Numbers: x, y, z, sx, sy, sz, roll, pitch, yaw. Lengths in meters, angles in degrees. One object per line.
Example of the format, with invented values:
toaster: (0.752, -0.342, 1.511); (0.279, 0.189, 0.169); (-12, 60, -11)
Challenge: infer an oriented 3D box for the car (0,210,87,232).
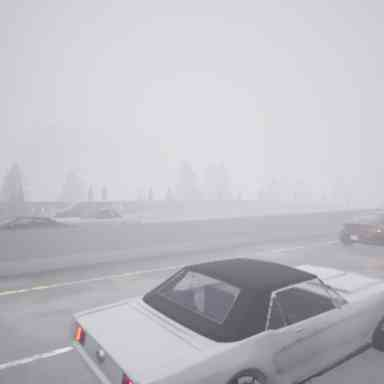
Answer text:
car: (-6.383, 1.562, 12.337); (4.181, 1.385, 1.994); (0, 0, -35)

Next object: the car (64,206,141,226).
car: (-5.210, 1.593, 17.474); (4.718, 1.301, 1.895); (0, 0, -36)

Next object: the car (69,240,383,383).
car: (1.009, 1.596, 4.467); (4.718, 1.301, 1.895); (0, 0, -35)

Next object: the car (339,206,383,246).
car: (7.902, 1.506, 13.683); (4.674, 1.442, 1.812); (0, 0, -35)

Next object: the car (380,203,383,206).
car: (26.165, 2.466, 44.121); (5.566, 2.045, 2.150); (7, -4, -35)

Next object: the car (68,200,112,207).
car: (-6.842, 1.344, 20.608); (4.553, 1.767, 2.097); (0, 0, -35)
